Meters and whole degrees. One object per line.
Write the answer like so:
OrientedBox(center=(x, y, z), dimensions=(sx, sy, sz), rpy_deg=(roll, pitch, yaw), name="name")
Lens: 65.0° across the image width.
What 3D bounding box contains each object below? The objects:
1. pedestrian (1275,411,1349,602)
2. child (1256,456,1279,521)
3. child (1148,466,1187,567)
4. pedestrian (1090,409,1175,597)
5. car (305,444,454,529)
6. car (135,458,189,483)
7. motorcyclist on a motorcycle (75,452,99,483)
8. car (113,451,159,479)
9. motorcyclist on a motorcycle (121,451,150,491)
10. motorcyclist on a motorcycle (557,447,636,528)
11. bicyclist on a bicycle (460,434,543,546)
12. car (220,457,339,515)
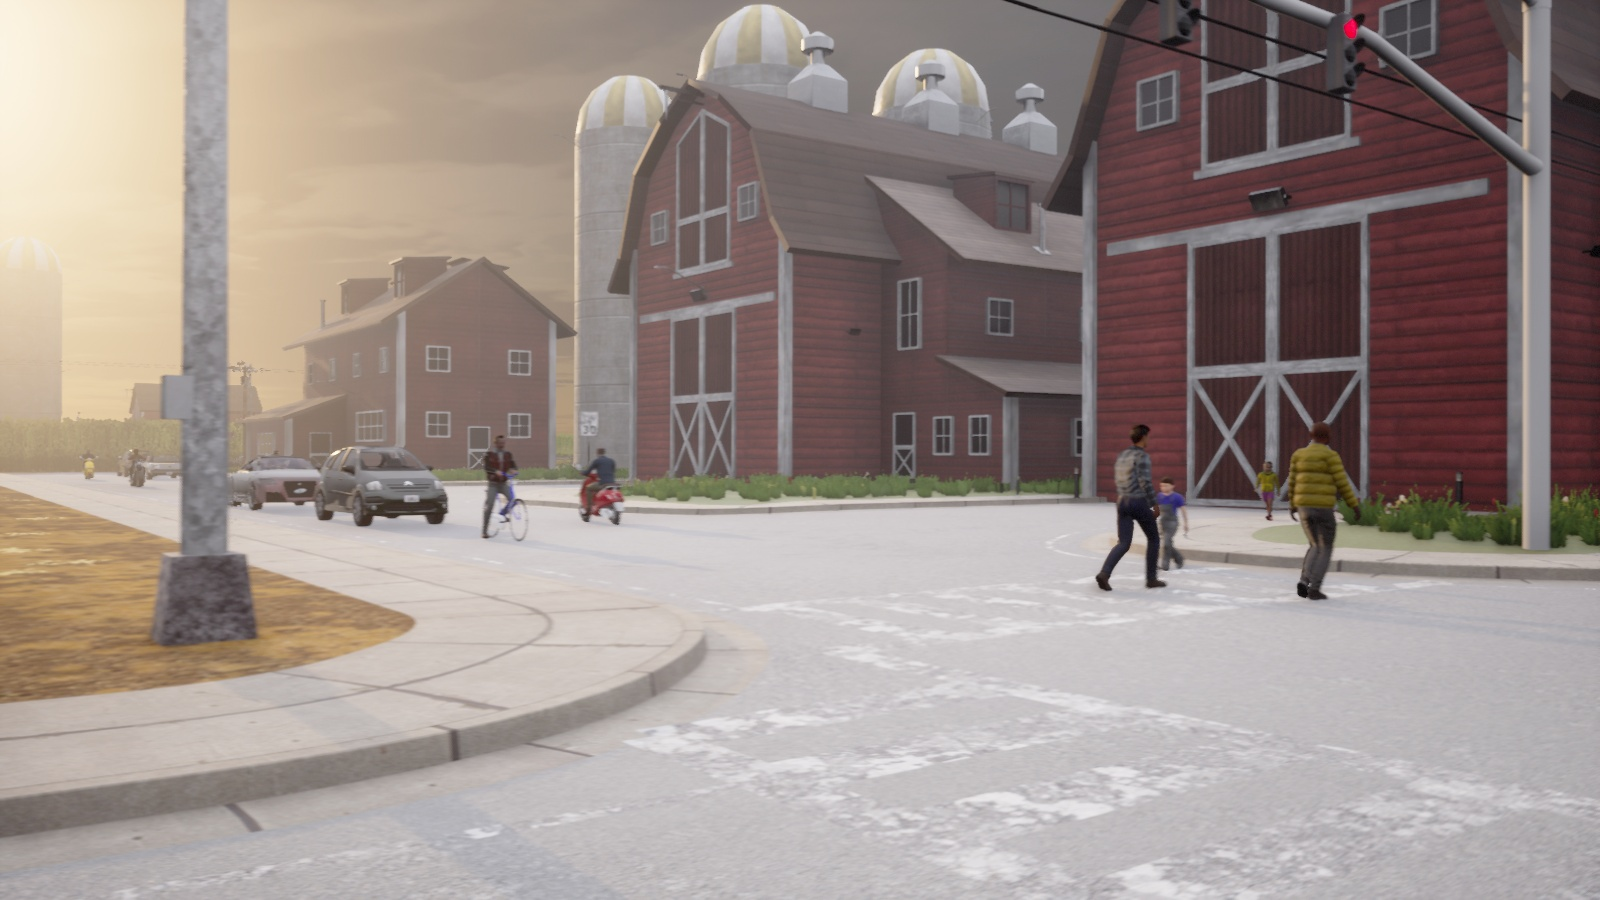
OrientedBox(center=(5.074, 0.544, 12.442), dimensions=(0.726, 1.835, 0.370), rpy_deg=(0, 0, -39), name="pedestrian")
OrientedBox(center=(8.400, 0.682, 22.577), dimensions=(0.299, 1.160, 0.473), rpy_deg=(0, 0, 31), name="child")
OrientedBox(center=(4.669, 0.834, 15.954), dimensions=(0.437, 1.263, 0.270), rpy_deg=(0, 0, -38), name="child")
OrientedBox(center=(3.553, 0.550, 13.405), dimensions=(0.788, 1.949, 0.423), rpy_deg=(0, 0, -26), name="pedestrian")
OrientedBox(center=(-8.844, 0.702, 26.212), dimensions=(1.851, 1.617, 3.988), rpy_deg=(0, 0, -36), name="car")
OrientedBox(center=(-34.229, 1.060, 67.282), dimensions=(1.895, 1.301, 4.718), rpy_deg=(0, 0, -36), name="car")
OrientedBox(center=(-36.973, 0.912, 65.104), dimensions=(0.866, 1.590, 1.817), rpy_deg=(0, 0, -36), name="motorcyclist on a motorcycle")
OrientedBox(center=(-39.315, 0.886, 74.317), dimensions=(1.851, 1.617, 3.988), rpy_deg=(0, 0, -36), name="car")
OrientedBox(center=(-27.604, 0.857, 52.151), dimensions=(0.766, 1.649, 2.350), rpy_deg=(0, 0, -36), name="motorcyclist on a motorcycle")
OrientedBox(center=(-4.184, 0.744, 25.739), dimensions=(0.866, 1.590, 1.817), rpy_deg=(-1, 0, -36), name="motorcyclist on a motorcycle")
OrientedBox(center=(-4.966, 0.646, 20.845), dimensions=(0.659, 1.776, 1.843), rpy_deg=(-1, 0, -36), name="bicyclist on a bicycle")
OrientedBox(center=(-13.688, 0.895, 32.917), dimensions=(1.994, 1.385, 4.181), rpy_deg=(0, 0, -36), name="car")
